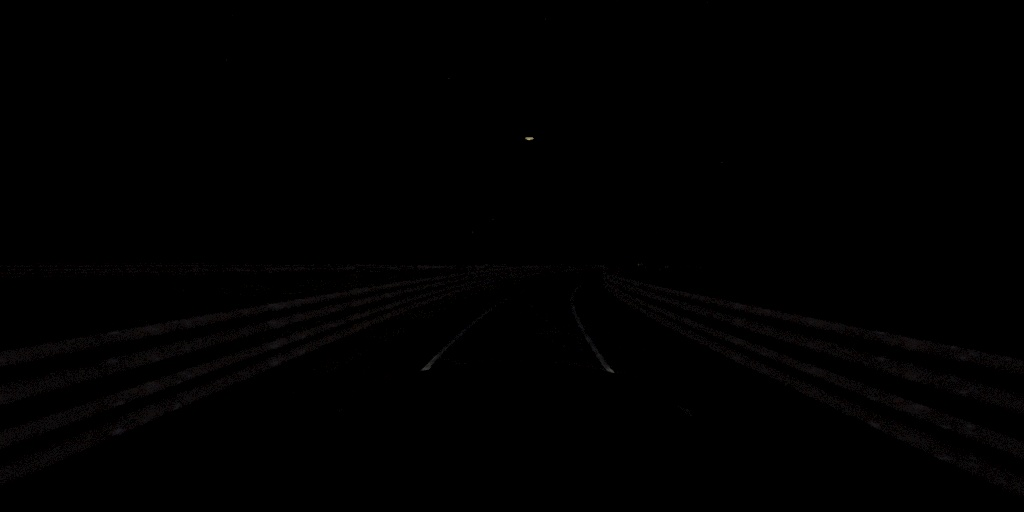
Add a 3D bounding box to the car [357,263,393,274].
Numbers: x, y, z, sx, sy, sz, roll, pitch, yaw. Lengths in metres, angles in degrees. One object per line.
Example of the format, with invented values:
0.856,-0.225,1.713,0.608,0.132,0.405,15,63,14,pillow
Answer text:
-18.931,1.680,49.568,2.128,1.511,4.902,-1,-1,43,car
